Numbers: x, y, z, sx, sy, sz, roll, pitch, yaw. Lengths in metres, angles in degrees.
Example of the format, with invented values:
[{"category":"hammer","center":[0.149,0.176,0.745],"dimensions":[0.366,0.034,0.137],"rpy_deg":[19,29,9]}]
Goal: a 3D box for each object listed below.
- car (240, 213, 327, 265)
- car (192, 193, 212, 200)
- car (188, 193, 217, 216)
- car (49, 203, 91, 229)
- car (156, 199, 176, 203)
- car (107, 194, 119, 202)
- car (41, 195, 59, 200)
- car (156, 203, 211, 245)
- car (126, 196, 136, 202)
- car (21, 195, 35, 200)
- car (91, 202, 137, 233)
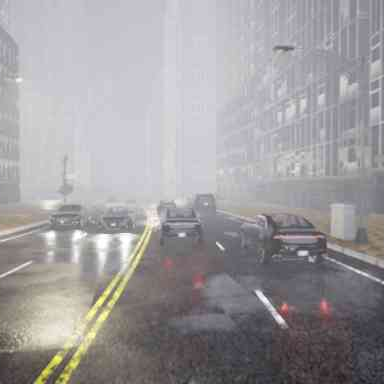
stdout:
[{"category":"car","center":[2.938,1.470,11.607],"dimensions":[2.128,1.511,4.902],"rpy_deg":[0,0,-3]},{"category":"car","center":[2.735,1.287,90.375],"dimensions":[5.009,1.841,2.192],"rpy_deg":[0,0,-10]},{"category":"car","center":[0.889,1.160,32.222],"dimensions":[2.150,2.045,5.566],"rpy_deg":[0,0,-8]},{"category":"car","center":[-7.849,1.497,21.879],"dimensions":[1.837,1.490,4.892],"rpy_deg":[0,0,-6]},{"category":"car","center":[-2.598,1.440,33.499],"dimensions":[2.128,1.511,4.902],"rpy_deg":[0,0,-8]},{"category":"car","center":[-15.058,1.276,63.552],"dimensions":[2.097,1.767,4.553],"rpy_deg":[0,0,-11]},{"category":"car","center":[-35.537,1.393,83.245],"dimensions":[4.313,1.339,1.947],"rpy_deg":[0,0,-10]},{"category":"car","center":[-0.568,1.472,15.497],"dimensions":[2.128,1.511,4.902],"rpy_deg":[0,0,-4]},{"category":"car","center":[-10.946,1.465,59.497],"dimensions":[2.033,1.411,5.357],"rpy_deg":[0,0,-11]},{"category":"car","center":[-41.137,1.387,82.258],"dimensions":[4.206,1.307,1.802],"rpy_deg":[0,0,-10]},{"category":"car","center":[-4.385,1.548,19.752],"dimensions":[1.994,1.385,4.181],"rpy_deg":[0,0,-5]}]
